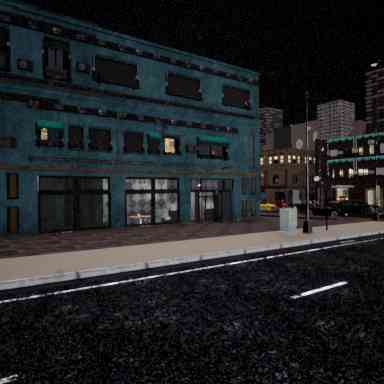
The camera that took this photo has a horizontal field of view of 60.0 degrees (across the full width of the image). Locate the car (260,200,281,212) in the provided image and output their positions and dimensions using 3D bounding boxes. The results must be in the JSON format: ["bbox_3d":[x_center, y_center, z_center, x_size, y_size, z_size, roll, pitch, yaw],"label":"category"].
[{"bbox_3d":[9.059,1.829,44.681,1.882,1.535,5.008,-1,0,-35],"label":"car"}]

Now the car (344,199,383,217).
[{"bbox_3d":[16.776,1.549,33.715,2.097,1.767,4.553,-1,0,-34],"label":"car"}]

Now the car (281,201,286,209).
[{"bbox_3d":[12.443,1.901,49.903,1.802,1.307,4.206,-2,0,-35],"label":"car"}]

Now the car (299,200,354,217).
[{"bbox_3d":[13.531,1.811,33.664,1.947,1.339,4.313,-1,0,-35],"label":"car"}]

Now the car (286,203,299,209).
[{"bbox_3d":[15.643,1.807,45.387,2.008,1.369,4.403,-2,0,-35],"label":"car"}]
